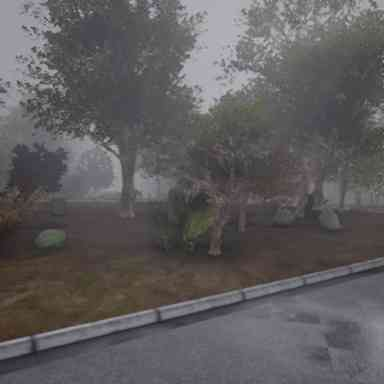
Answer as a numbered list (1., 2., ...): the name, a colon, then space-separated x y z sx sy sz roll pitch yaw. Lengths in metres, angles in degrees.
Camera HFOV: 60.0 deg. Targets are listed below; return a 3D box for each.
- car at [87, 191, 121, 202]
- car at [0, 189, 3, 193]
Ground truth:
1. car: -10.757 0.578 43.123 5.357 1.411 2.033 1 -1 -34
2. car: -22.260 0.355 36.898 4.902 1.511 2.128 1 0 -15
